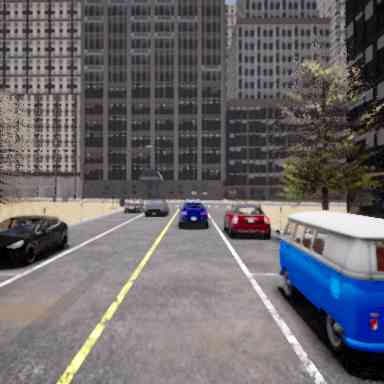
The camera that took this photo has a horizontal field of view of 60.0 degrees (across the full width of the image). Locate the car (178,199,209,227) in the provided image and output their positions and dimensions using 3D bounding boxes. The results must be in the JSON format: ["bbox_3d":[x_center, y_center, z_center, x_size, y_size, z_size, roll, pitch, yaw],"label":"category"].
[{"bbox_3d":[0.095,1.387,21.656,1.812,1.442,4.674,0,0,0],"label":"car"}]

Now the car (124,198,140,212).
[{"bbox_3d":[-5.817,1.332,34.025,2.008,1.369,4.403,1,0,0],"label":"car"}]

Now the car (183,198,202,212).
[{"bbox_3d":[0.095,1.372,35.587,1.895,1.301,4.718,0,0,0],"label":"car"}]

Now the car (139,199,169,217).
[{"bbox_3d":[-3.037,1.358,29.585,2.033,1.411,5.357,0,0,0],"label":"car"}]

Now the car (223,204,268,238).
[{"bbox_3d":[2.697,1.331,17.091,1.967,1.590,4.097,1,0,0],"label":"car"}]

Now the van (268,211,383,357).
[{"bbox_3d":[2.701,1.304,5.808,1.690,1.788,3.998,1,0,0],"label":"van"}]

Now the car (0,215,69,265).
[{"bbox_3d":[-5.684,1.493,11.457,1.947,1.339,4.313,1,0,0],"label":"car"}]
